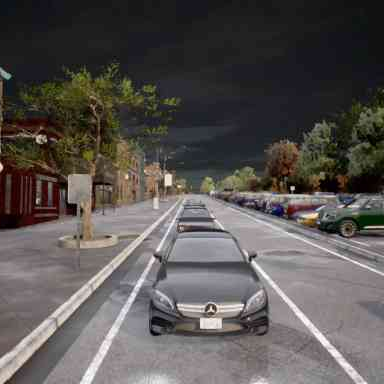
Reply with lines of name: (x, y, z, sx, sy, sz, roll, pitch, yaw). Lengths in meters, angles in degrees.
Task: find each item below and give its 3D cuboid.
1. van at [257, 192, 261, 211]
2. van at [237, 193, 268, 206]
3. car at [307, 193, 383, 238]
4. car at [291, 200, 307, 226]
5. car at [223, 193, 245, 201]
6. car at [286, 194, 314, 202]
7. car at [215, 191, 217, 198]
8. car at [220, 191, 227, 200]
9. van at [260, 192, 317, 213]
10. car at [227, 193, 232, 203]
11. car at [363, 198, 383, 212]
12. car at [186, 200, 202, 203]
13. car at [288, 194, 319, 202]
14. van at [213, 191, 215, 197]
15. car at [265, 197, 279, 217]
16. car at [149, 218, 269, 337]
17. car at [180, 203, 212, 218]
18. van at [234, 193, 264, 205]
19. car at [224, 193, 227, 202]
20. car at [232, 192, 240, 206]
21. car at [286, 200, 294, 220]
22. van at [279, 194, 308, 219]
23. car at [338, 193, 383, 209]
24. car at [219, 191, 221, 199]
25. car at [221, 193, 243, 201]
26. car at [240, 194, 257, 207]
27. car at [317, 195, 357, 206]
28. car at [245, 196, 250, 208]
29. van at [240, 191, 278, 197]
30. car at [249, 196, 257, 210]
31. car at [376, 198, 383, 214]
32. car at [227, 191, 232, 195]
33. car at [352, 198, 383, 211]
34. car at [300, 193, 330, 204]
van: (9.269, 1.222, 33.873, 4.442, 1.987, 1.878, 0, 0, 0)
van: (9.145, 1.113, 50.698, 4.442, 1.987, 1.878, 0, 1, 0)
car: (9.247, 1.221, 17.050, 5.566, 2.045, 2.435, 0, 0, 0)
car: (9.070, 1.466, 19.853, 5.366, 1.575, 1.946, 0, 0, 0)
car: (8.854, 1.039, 70.319, 4.553, 1.767, 2.185, 0, 1, 0)
car: (21.988, 1.188, 67.985, 4.892, 1.521, 2.231, 0, 1, 0)
car: (8.797, 1.064, 81.533, 5.008, 1.535, 2.097, 0, 1, 0)
car: (8.897, 0.963, 64.712, 5.566, 2.045, 2.435, 0, 1, 0)
van: (9.056, 1.230, 31.070, 4.442, 1.987, 1.878, 0, 0, 0)
car: (8.981, 1.290, 56.305, 4.892, 1.521, 2.231, 0, 1, 0)
car: (22.177, 1.468, 37.445, 4.792, 1.488, 2.163, 0, 0, 0)
car: (0.212, 1.442, 29.870, 2.128, 1.511, 4.902, 0, 0, 0)
car: (21.817, 1.208, 65.207, 5.366, 1.575, 1.946, 0, 1, 0)
van: (8.624, 0.763, 89.939, 4.442, 1.987, 1.878, 0, 1, 0)
car: (9.188, 1.460, 28.264, 5.008, 1.535, 2.097, 0, 0, 0)
car: (0.251, 1.524, 6.843, 1.812, 1.442, 4.674, 0, 0, 0)
car: (0.189, 1.532, 17.422, 2.033, 1.411, 5.357, 0, 0, 0)
van: (9.125, 1.088, 53.501, 4.442, 1.987, 1.878, 0, 1, 0)
car: (8.944, 1.279, 61.912, 4.674, 1.452, 2.002, 0, 1, 0)
car: (9.021, 1.113, 47.892, 5.566, 2.045, 2.435, 0, 1, 0)
car: (9.237, 1.506, 22.658, 4.674, 1.452, 2.002, 0, 0, 0)
van: (9.331, 1.237, 25.461, 4.442, 1.987, 1.878, 0, 0, 0)
car: (22.137, 1.153, 43.001, 5.566, 2.045, 2.435, 0, 0, 0)
car: (8.877, 0.938, 67.515, 5.566, 2.045, 2.435, 0, 1, 0)
car: (8.833, 1.014, 73.122, 4.553, 1.767, 2.185, 0, 1, 0)
car: (9.097, 1.408, 42.287, 4.892, 1.521, 2.231, 0, 0, 0)
car: (22.290, 1.332, 51.332, 5.366, 1.575, 1.946, 0, 1, 0)
car: (9.108, 1.465, 39.484, 4.674, 1.452, 2.002, 0, 0, 0)
van: (9.187, 1.163, 45.093, 4.442, 1.987, 1.878, 0, 0, 0)
car: (9.161, 1.469, 36.676, 4.792, 1.488, 2.163, 0, 0, 0)
car: (22.411, 1.444, 34.675, 5.366, 1.575, 1.946, 0, 0, 0)
car: (8.998, 1.138, 59.107, 4.553, 1.767, 2.185, 0, 1, 0)
car: (22.214, 1.451, 40.228, 4.792, 1.488, 2.163, 0, 0, 0)
car: (22.074, 1.135, 59.658, 4.553, 1.767, 2.185, 0, 1, 0)
